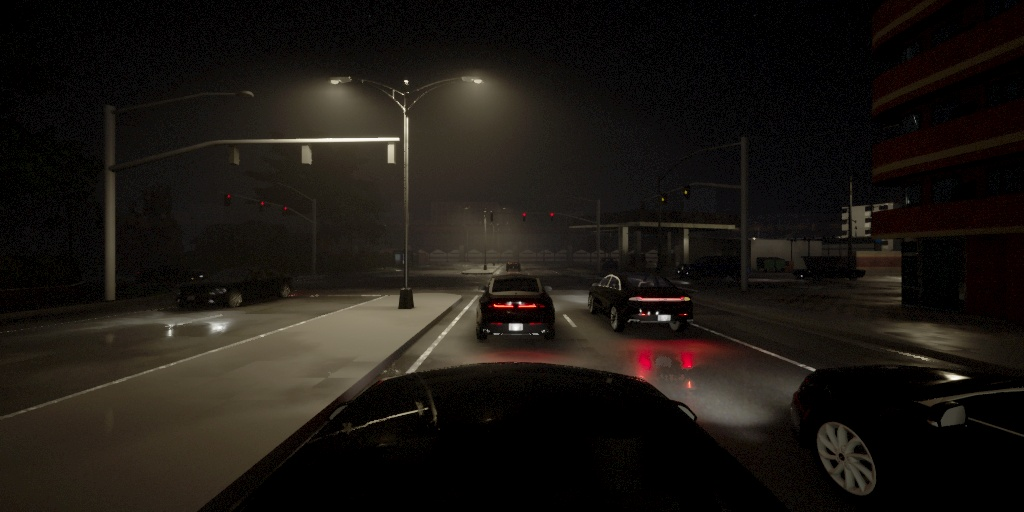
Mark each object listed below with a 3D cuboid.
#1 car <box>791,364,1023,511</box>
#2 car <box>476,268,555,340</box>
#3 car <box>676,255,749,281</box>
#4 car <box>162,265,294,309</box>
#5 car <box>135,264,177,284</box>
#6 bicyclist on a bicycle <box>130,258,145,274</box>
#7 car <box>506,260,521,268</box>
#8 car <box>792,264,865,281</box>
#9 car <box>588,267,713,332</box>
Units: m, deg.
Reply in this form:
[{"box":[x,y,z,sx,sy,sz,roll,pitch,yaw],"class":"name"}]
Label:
[{"box":[3.600,1.255,1.452,1.837,1.490,4.892,0,0,0],"class":"car"},{"box":[0.094,1.255,10.004,1.837,1.490,4.892,0,0,0],"class":"car"},{"box":[16.627,0.972,29.858,5.566,2.045,2.150,0,0,-1],"class":"car"},{"box":[-11.482,1.227,15.283,1.882,1.535,5.008,0,0,-1],"class":"car"},{"box":[-24.810,1.314,26.326,4.181,1.385,1.994,0,0,0],"class":"car"},{"box":[-38.235,1.053,36.726,0.582,1.620,1.656,0,0,0],"class":"bicyclist on a bicycle"},{"box":[0.174,1.241,50.144,2.128,1.511,4.902,0,0,0],"class":"car"},{"box":[26.414,1.351,30.001,4.718,1.301,1.895,0,0,-1],"class":"car"},{"box":[3.601,1.242,10.860,2.128,1.511,4.902,0,0,0],"class":"car"}]
